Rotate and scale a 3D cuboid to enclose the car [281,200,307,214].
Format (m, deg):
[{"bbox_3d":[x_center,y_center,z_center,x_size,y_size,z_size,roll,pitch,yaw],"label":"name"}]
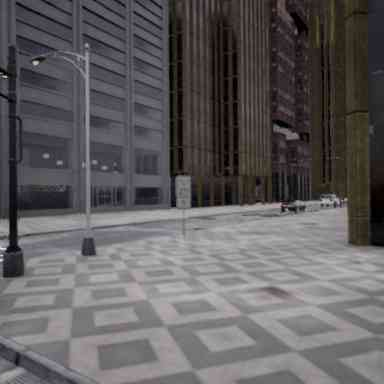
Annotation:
[{"bbox_3d":[11.745,1.658,38.290,1.837,1.490,4.892,-1,-1,36],"label":"car"}]

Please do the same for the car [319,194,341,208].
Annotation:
[{"bbox_3d":[21.622,1.374,52.016,2.150,2.045,5.566,-1,0,36],"label":"car"}]
